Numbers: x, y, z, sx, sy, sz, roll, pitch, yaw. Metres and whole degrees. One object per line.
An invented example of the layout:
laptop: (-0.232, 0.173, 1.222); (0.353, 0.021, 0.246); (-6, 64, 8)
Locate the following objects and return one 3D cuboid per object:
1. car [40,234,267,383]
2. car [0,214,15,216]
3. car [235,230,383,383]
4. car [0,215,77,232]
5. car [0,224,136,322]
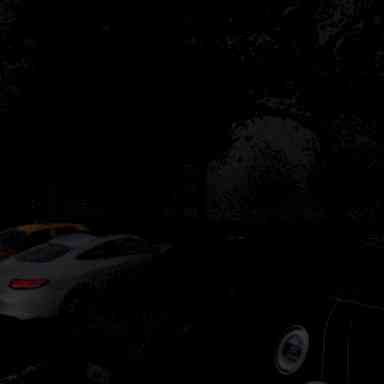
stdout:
car: (0.419, 1.522, 5.438); (2.163, 1.488, 4.792); (0, 0, 36)
car: (-8.519, 1.258, 11.986); (2.435, 2.045, 5.566); (0, 0, 36)
car: (2.597, 1.363, 3.935); (2.185, 1.767, 4.553); (0, 0, 36)
car: (-4.159, 1.497, 8.562); (1.946, 1.575, 5.366); (0, 0, 36)
car: (-1.808, 1.537, 7.084); (2.002, 1.452, 4.674); (0, 0, 36)
